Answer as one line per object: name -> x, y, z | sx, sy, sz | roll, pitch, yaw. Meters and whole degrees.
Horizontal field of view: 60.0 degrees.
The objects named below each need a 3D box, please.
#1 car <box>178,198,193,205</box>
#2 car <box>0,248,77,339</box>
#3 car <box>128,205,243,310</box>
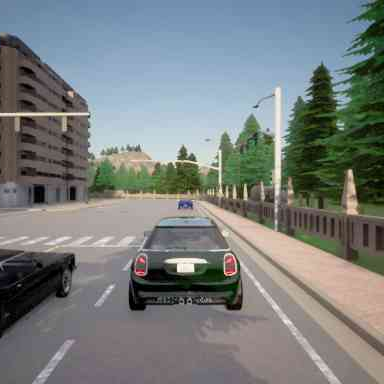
car -> -0.861, 1.477, 44.282 | 1.882, 1.535, 5.008 | 0, 0, -1
car -> -3.543, 1.601, 5.580 | 1.895, 1.301, 4.718 | 0, 0, -1
car -> -0.126, 1.352, 7.951 | 2.097, 1.767, 4.553 | 0, 0, 0
